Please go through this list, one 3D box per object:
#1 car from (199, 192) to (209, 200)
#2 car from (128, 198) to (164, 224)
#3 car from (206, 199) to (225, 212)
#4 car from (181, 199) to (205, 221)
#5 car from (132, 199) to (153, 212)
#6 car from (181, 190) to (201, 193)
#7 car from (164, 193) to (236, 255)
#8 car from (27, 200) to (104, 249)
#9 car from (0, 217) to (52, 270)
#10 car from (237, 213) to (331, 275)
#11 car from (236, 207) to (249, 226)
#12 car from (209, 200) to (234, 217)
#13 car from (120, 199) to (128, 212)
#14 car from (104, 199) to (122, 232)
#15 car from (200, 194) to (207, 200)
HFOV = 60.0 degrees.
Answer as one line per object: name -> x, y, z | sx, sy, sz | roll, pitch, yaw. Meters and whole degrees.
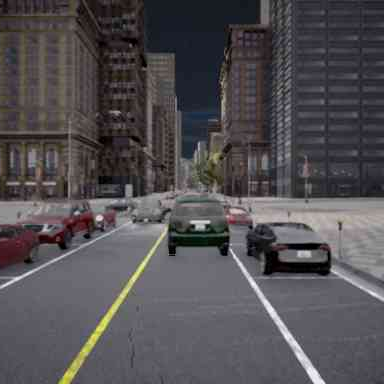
car -> 2.997, 1.035, 82.533 | 2.192, 1.841, 5.009 | 0, 0, 0
car -> -3.107, 1.332, 24.672 | 2.097, 1.767, 4.553 | 0, 0, 0
car -> 2.752, 1.505, 39.215 | 1.947, 1.339, 4.313 | 0, 0, 0
car -> 0.086, 1.449, 28.291 | 1.882, 1.535, 5.008 | 0, 0, 0
car -> -5.774, 1.521, 39.217 | 1.802, 1.307, 4.206 | 0, 0, 0
car -> 0.071, 1.154, 41.087 | 2.150, 2.045, 5.566 | 0, 0, 0
car -> 0.148, 1.217, 13.420 | 2.150, 2.045, 5.566 | 0, 0, -3
car -> -5.766, 1.310, 14.586 | 2.192, 1.841, 5.009 | 0, 0, 0
car -> -5.765, 1.580, 9.286 | 1.802, 1.307, 4.206 | 0, 0, 0
car -> 2.760, 1.563, 10.248 | 1.947, 1.339, 4.313 | 0, 0, 0
car -> 2.757, 1.568, 21.047 | 1.802, 1.307, 4.206 | 0, 0, 0
car -> 2.754, 1.528, 31.849 | 1.947, 1.339, 4.313 | 0, 0, 0
car -> -7.509, 1.346, 33.292 | 4.403, 1.369, 2.008 | -1, 1, -9
car -> -5.768, 1.428, 19.888 | 1.967, 1.590, 4.097 | 0, 0, 0
car -> 3.029, 1.230, 88.074 | 1.887, 1.381, 4.507 | 0, 0, 0
